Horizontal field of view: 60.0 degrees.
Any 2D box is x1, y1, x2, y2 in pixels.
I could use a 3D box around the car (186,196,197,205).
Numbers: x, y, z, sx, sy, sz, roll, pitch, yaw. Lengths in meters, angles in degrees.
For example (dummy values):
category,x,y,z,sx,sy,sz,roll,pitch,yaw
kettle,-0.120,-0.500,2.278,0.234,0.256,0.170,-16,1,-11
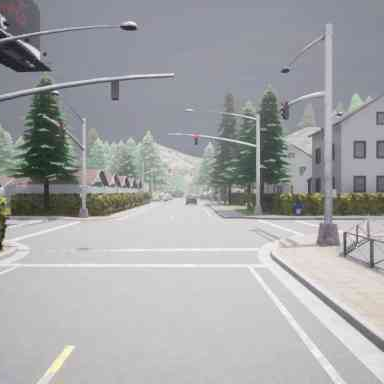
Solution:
category,x,y,z,sx,sy,sz,roll,pitch,yaw
car,-0.091,1.505,59.254,1.837,1.490,4.892,0,0,0
